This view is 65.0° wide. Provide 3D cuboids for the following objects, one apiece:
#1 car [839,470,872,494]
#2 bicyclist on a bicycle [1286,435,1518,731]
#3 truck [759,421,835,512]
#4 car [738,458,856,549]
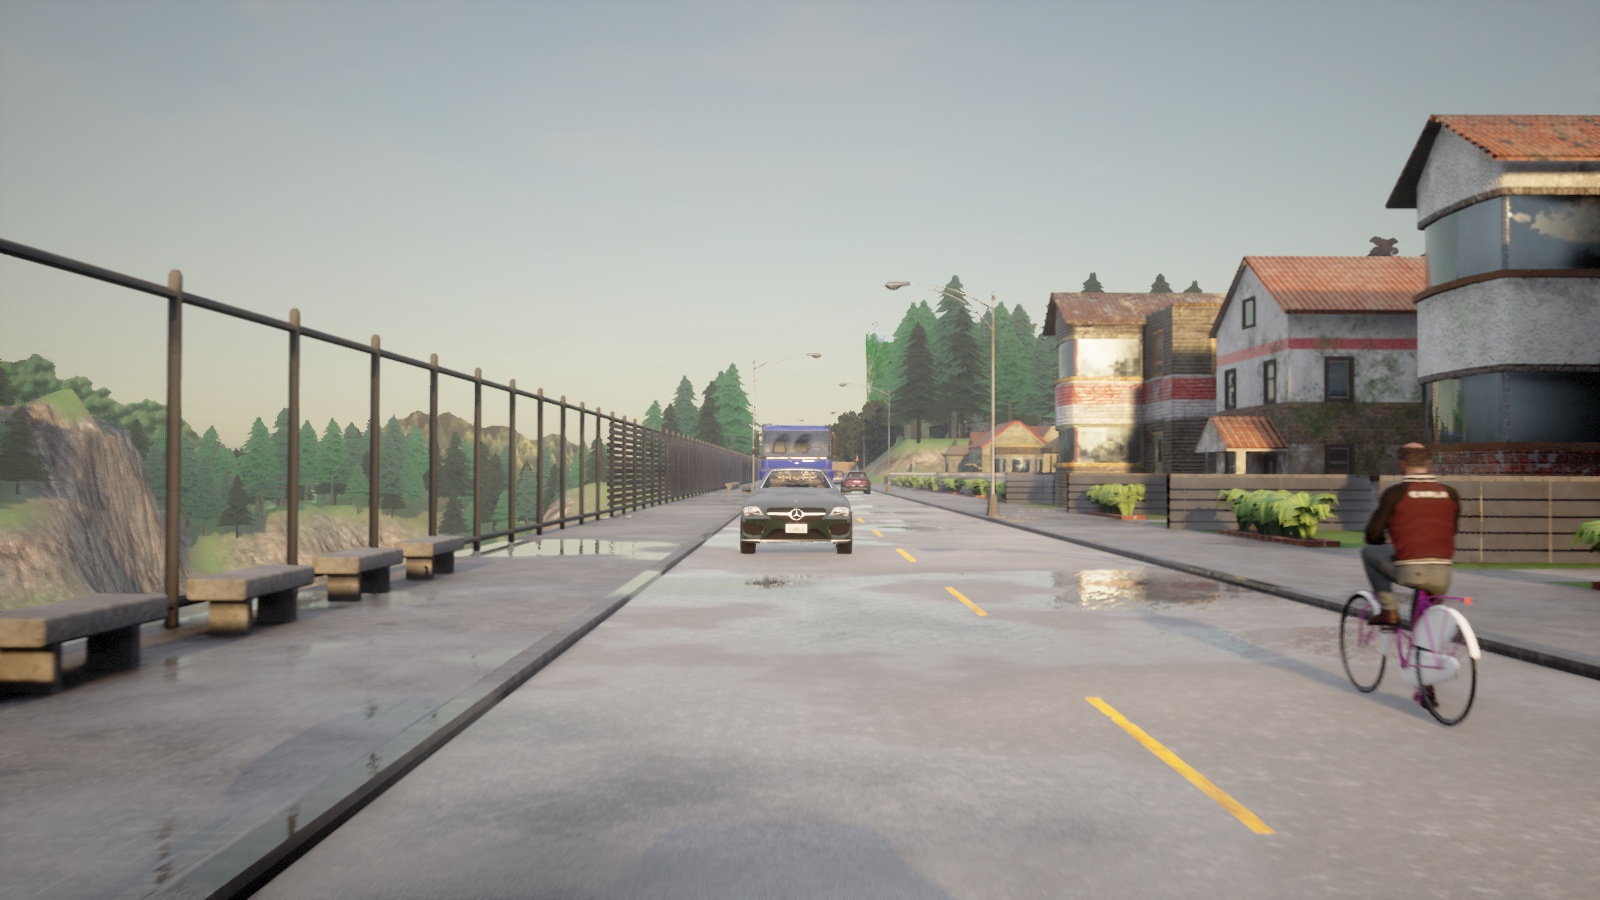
[{"bbox_3d":[3.790,2.171,86.097,2.033,1.649,4.856,0,-1,0],"label":"car"},{"bbox_3d":[3.979,0.811,8.478,0.659,1.776,1.843,0,-1,0],"label":"bicyclist on a bicycle"},{"bbox_3d":[-0.130,0.699,51.751,2.891,3.462,7.936,0,-1,0],"label":"truck"},{"bbox_3d":[-0.063,1.017,25.322,2.152,1.651,5.027,0,-1,0],"label":"car"}]
